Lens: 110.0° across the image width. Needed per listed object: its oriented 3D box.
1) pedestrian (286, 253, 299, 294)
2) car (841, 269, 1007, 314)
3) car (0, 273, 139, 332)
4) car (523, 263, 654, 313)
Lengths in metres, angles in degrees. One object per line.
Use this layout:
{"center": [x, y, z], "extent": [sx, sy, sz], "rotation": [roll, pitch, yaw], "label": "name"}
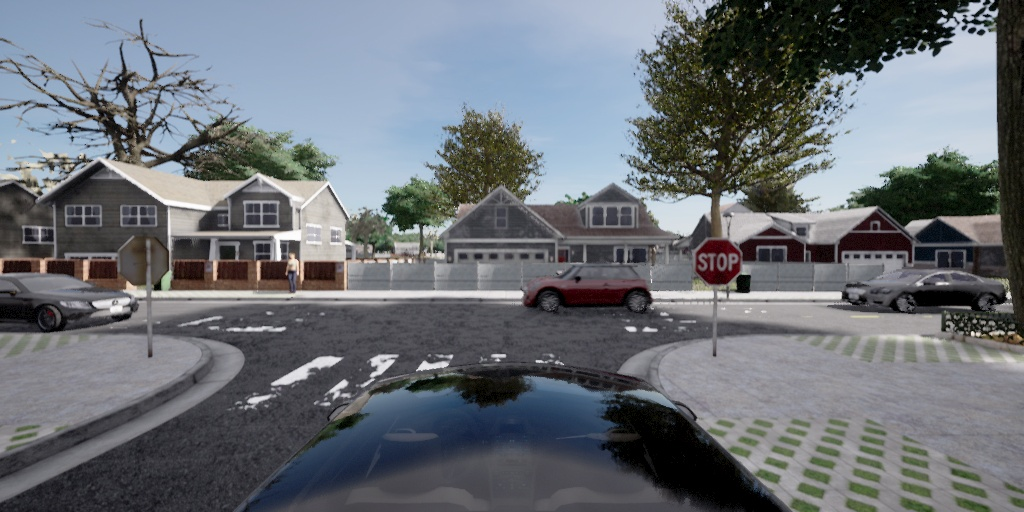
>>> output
{"center": [-9.802, 0.761, 15.993], "extent": [0.375, 1.860, 0.375], "rotation": [0, 1, -1], "label": "pedestrian"}
{"center": [15.199, 1.250, 13.392], "extent": [4.902, 1.511, 2.128], "rotation": [0, 1, -1], "label": "car"}
{"center": [-13.352, 1.211, 10.044], "extent": [4.674, 1.442, 1.812], "rotation": [0, 1, 1], "label": "car"}
{"center": [2.678, 1.062, 13.239], "extent": [4.553, 1.767, 2.097], "rotation": [0, 1, -1], "label": "car"}
